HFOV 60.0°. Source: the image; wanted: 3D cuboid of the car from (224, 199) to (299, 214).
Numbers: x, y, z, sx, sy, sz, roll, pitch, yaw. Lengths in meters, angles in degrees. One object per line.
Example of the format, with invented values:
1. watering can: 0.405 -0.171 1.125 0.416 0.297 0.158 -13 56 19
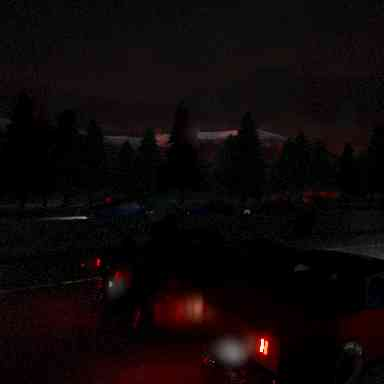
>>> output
1. car: 4.774 1.276 21.897 4.553 1.767 2.097 0 0 -22

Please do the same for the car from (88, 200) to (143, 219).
1. car: -6.459 1.441 28.147 4.181 1.385 1.994 0 0 -27

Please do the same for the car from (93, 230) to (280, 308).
1. car: 0.281 1.570 7.823 4.718 1.301 1.895 0 0 -31

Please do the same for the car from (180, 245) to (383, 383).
1. car: 2.381 1.585 5.033 4.718 1.301 1.895 0 0 -31

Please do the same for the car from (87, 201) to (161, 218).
1. car: -5.017 1.439 25.075 5.357 1.411 2.033 0 0 -28

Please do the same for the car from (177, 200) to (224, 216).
1. car: 1.329 1.386 24.220 5.008 1.535 1.882 0 0 -24
